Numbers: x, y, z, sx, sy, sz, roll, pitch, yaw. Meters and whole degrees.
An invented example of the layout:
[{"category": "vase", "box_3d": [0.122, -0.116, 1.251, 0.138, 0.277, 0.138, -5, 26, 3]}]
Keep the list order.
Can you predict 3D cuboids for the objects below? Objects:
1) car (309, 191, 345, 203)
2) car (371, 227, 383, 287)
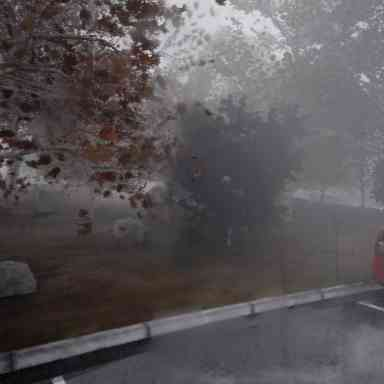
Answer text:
[{"category": "car", "box_3d": [16.910, 0.630, 41.770, 1.895, 1.301, 4.718, 3, 2, -16]}, {"category": "car", "box_3d": [6.380, 1.313, 7.062, 5.566, 2.045, 2.435, 1, 0, -24]}]
